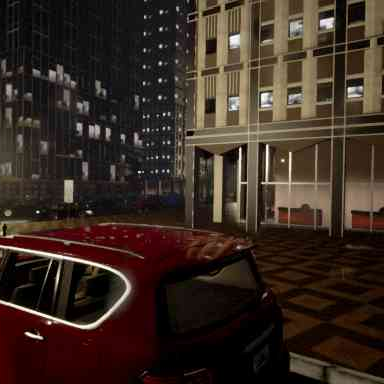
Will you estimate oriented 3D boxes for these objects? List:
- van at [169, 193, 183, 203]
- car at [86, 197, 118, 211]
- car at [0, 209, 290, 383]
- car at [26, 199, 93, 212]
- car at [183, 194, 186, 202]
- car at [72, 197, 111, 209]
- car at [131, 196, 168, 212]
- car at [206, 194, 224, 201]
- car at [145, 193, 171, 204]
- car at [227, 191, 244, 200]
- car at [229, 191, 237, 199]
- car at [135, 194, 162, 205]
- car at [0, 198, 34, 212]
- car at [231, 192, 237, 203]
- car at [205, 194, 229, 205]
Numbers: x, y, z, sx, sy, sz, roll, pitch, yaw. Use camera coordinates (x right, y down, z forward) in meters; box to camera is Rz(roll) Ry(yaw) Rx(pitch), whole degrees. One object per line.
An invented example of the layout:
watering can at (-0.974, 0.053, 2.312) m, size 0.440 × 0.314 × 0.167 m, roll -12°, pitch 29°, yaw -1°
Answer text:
van at (-3.712, 0.975, 55.447) m, size 1.690 × 1.788 × 3.998 m, roll 2°, pitch 1°, yaw 30°
car at (-10.597, 1.357, 38.518) m, size 1.994 × 1.385 × 4.181 m, roll 1°, pitch 1°, yaw 30°
car at (-1.420, 1.314, 3.866) m, size 5.009 × 1.841 × 2.192 m, roll 0°, pitch 1°, yaw 36°
car at (-10.620, 1.537, 26.958) m, size 1.947 × 1.339 × 4.313 m, roll 2°, pitch 1°, yaw 30°
car at (-0.867, 1.041, 60.335) m, size 1.967 × 1.590 × 4.097 m, roll 2°, pitch 1°, yaw 30°
car at (-12.257, 1.299, 40.793) m, size 1.947 × 1.339 × 4.313 m, roll 2°, pitch 1°, yaw 30°
car at (-4.931, 1.487, 36.724) m, size 1.802 × 1.307 × 4.206 m, roll 2°, pitch 1°, yaw 30°
car at (4.824, 1.079, 70.109) m, size 1.887 × 1.381 × 4.507 m, roll 2°, pitch 1°, yaw 30°
car at (-5.490, 1.260, 47.264) m, size 1.812 × 1.442 × 4.674 m, roll 1°, pitch 1°, yaw 31°
car at (10.523, 0.783, 79.877) m, size 2.192 × 1.841 × 5.009 m, roll 2°, pitch 1°, yaw 30°
car at (10.103, 0.873, 67.633) m, size 2.150 × 2.045 × 5.566 m, roll 1°, pitch 1°, yaw 29°
car at (-6.561, 1.107, 50.563) m, size 1.967 × 1.590 × 4.097 m, roll 2°, pitch 1°, yaw 30°
car at (-15.599, 1.356, 29.923) m, size 1.837 × 1.490 × 4.892 m, roll 1°, pitch 1°, yaw 30°
car at (9.380, 1.264, 61.283) m, size 1.752 × 1.417 × 4.829 m, roll 2°, pitch 1°, yaw 30°
car at (3.606, 1.246, 51.370) m, size 1.967 × 1.590 × 4.097 m, roll 2°, pitch 1°, yaw 30°
